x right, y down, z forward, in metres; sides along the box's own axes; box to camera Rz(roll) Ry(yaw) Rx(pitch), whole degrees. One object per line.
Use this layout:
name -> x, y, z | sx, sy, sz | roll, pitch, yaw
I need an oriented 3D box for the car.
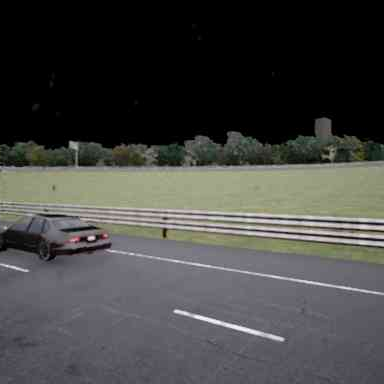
car -> -5.242, 1.501, 12.019 | 5.357, 1.411, 2.033 | 0, 0, 35
